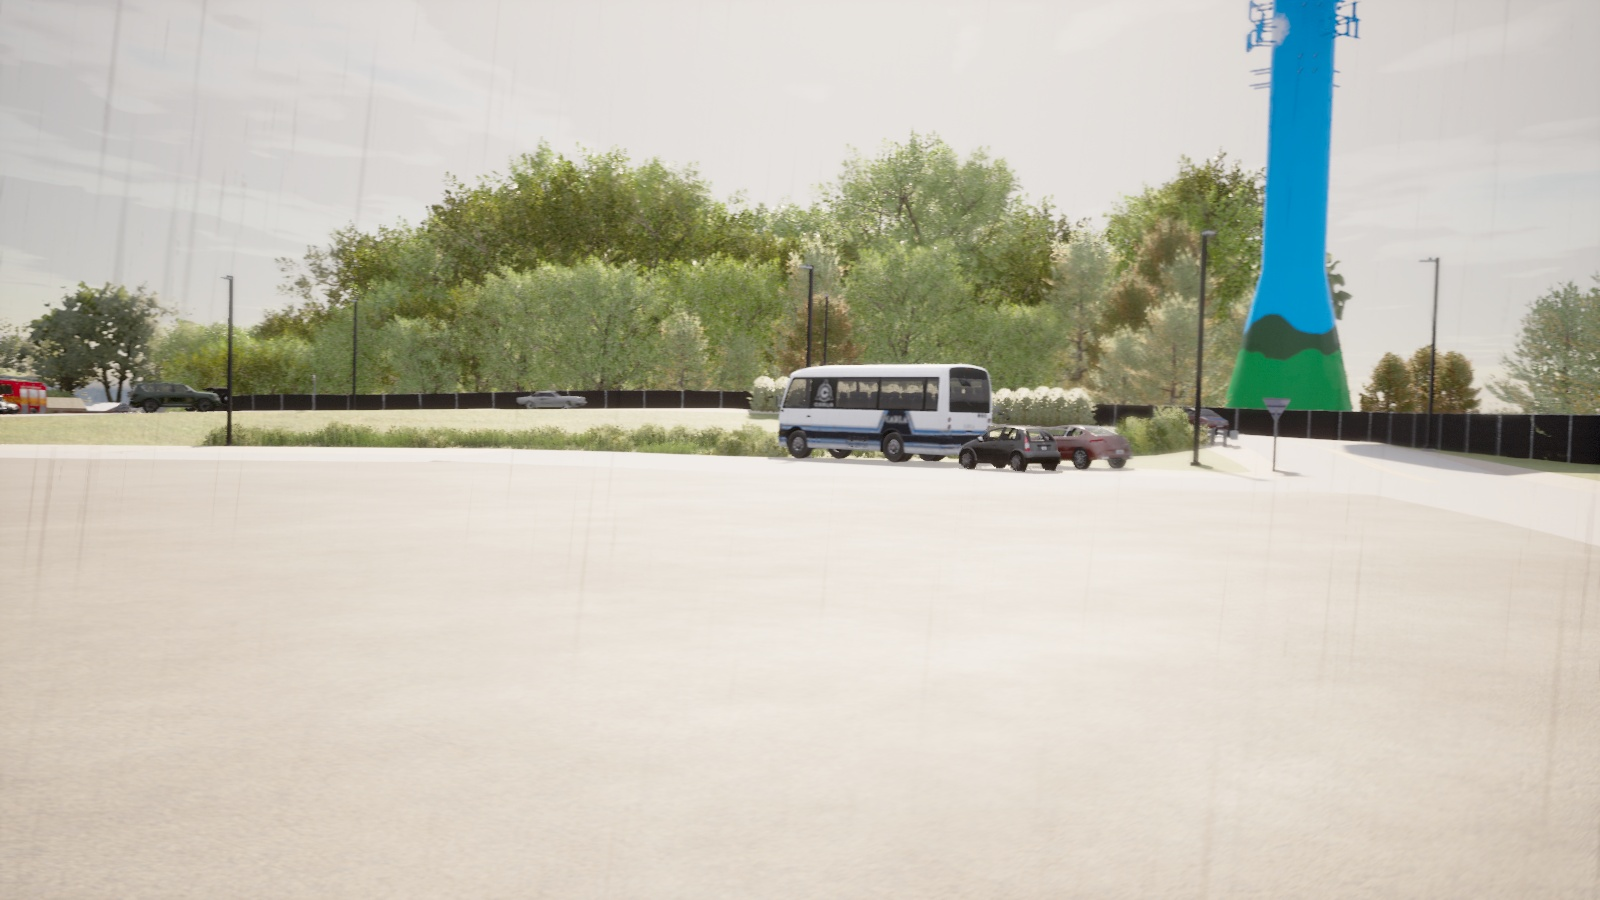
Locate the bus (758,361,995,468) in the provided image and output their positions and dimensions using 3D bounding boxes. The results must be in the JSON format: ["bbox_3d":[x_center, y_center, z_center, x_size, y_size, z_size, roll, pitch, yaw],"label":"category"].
[{"bbox_3d":[3.145,-1.614,55.196,3.944,4.253,10.273,-1,2,-45],"label":"bus"}]

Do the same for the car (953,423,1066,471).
[{"bbox_3d":[7.545,-0.153,45.546,1.851,1.617,3.988,-1,2,-32],"label":"car"}]

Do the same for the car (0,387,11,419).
[{"bbox_3d":[-53.564,-2.947,79.760,5.566,2.045,2.150,-2,3,-27],"label":"car"}]

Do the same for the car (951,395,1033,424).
[{"bbox_3d":[12.548,-2.680,82.303,4.856,1.649,2.033,4,4,37],"label":"car"}]

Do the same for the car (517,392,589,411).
[{"bbox_3d":[-17.724,-3.505,90.381,4.718,1.301,1.895,0,2,6],"label":"car"}]

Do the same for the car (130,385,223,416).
[{"bbox_3d":[-42.505,-3.378,85.676,5.566,2.045,2.150,-2,3,-26],"label":"car"}]

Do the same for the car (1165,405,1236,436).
[{"bbox_3d":[22.304,-1.663,70.028,1.789,1.549,3.705,1,3,-21],"label":"car"}]

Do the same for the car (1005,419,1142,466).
[{"bbox_3d":[10.318,-0.341,47.721,2.152,1.651,5.027,-1,2,-33],"label":"car"}]
